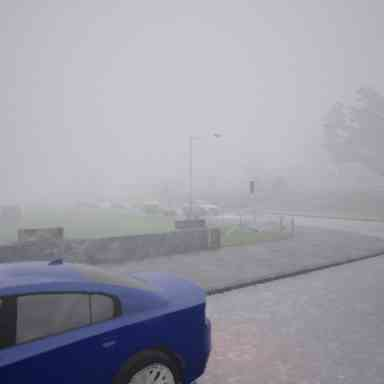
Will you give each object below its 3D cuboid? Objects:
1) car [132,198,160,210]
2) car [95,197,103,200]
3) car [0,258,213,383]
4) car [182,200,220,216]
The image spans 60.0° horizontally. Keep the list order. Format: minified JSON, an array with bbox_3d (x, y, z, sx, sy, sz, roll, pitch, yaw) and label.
[{"bbox_3d":[-5.890,1.478,42.386,1.882,1.535,5.008,0,0,-35],"label":"car"},{"bbox_3d":[-14.605,1.140,54.738,2.128,1.511,4.902,0,0,-36],"label":"car"},{"bbox_3d":[-2.110,1.477,3.058,5.008,1.535,1.882,0,0,-35],"label":"car"},{"bbox_3d":[0.767,1.526,33.063,1.812,1.442,4.674,0,0,-36],"label":"car"}]
